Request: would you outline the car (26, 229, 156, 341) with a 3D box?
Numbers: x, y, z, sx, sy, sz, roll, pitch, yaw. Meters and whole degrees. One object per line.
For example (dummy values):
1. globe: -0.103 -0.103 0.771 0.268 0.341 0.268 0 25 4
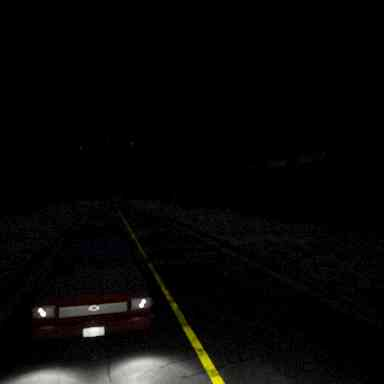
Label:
1. car: -2.068 1.548 7.173 2.033 1.411 5.357 0 0 -16
